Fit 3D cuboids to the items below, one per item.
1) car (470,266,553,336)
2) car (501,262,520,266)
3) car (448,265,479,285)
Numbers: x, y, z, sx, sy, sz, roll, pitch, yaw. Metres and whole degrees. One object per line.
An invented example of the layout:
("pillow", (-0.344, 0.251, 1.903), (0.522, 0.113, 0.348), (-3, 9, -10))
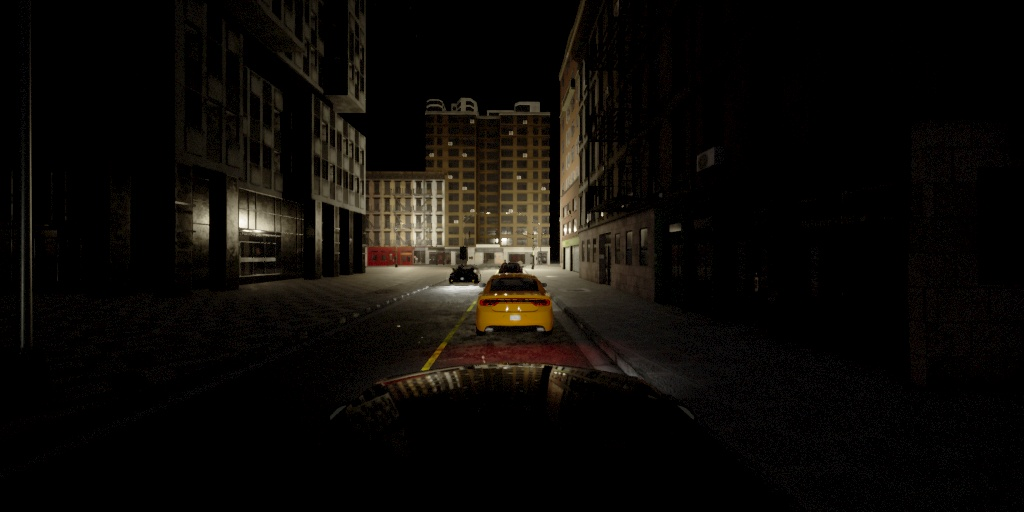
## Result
("car", (0.041, 1.226, 10.478), (1.882, 1.535, 5.008), (0, 0, -1))
("car", (-0.096, 1.213, 28.315), (1.882, 1.535, 5.008), (0, 0, 0))
("car", (-3.276, 1.302, 25.557), (1.994, 1.385, 4.181), (0, 0, 0))
